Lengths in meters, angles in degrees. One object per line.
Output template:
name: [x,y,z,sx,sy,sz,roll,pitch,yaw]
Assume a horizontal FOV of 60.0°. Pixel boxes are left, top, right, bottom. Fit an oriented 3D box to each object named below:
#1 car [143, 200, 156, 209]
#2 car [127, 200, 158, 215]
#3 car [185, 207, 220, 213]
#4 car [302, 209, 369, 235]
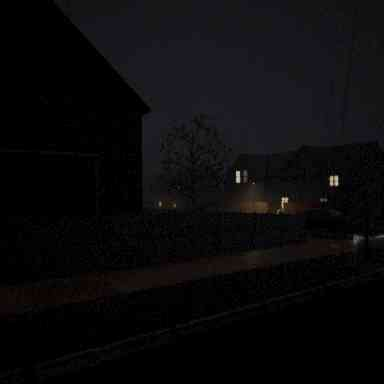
car: [-6.695,2.112,42.289,2.150,2.045,5.566,-1,-1,-35]
car: [-7.291,2.189,48.099,2.150,2.045,5.566,-1,-1,-35]
car: [1.336,2.109,30.962,2.033,1.411,5.357,-1,-1,-35]
car: [8.531,1.792,20.828,1.812,1.442,4.674,-1,-1,-35]
